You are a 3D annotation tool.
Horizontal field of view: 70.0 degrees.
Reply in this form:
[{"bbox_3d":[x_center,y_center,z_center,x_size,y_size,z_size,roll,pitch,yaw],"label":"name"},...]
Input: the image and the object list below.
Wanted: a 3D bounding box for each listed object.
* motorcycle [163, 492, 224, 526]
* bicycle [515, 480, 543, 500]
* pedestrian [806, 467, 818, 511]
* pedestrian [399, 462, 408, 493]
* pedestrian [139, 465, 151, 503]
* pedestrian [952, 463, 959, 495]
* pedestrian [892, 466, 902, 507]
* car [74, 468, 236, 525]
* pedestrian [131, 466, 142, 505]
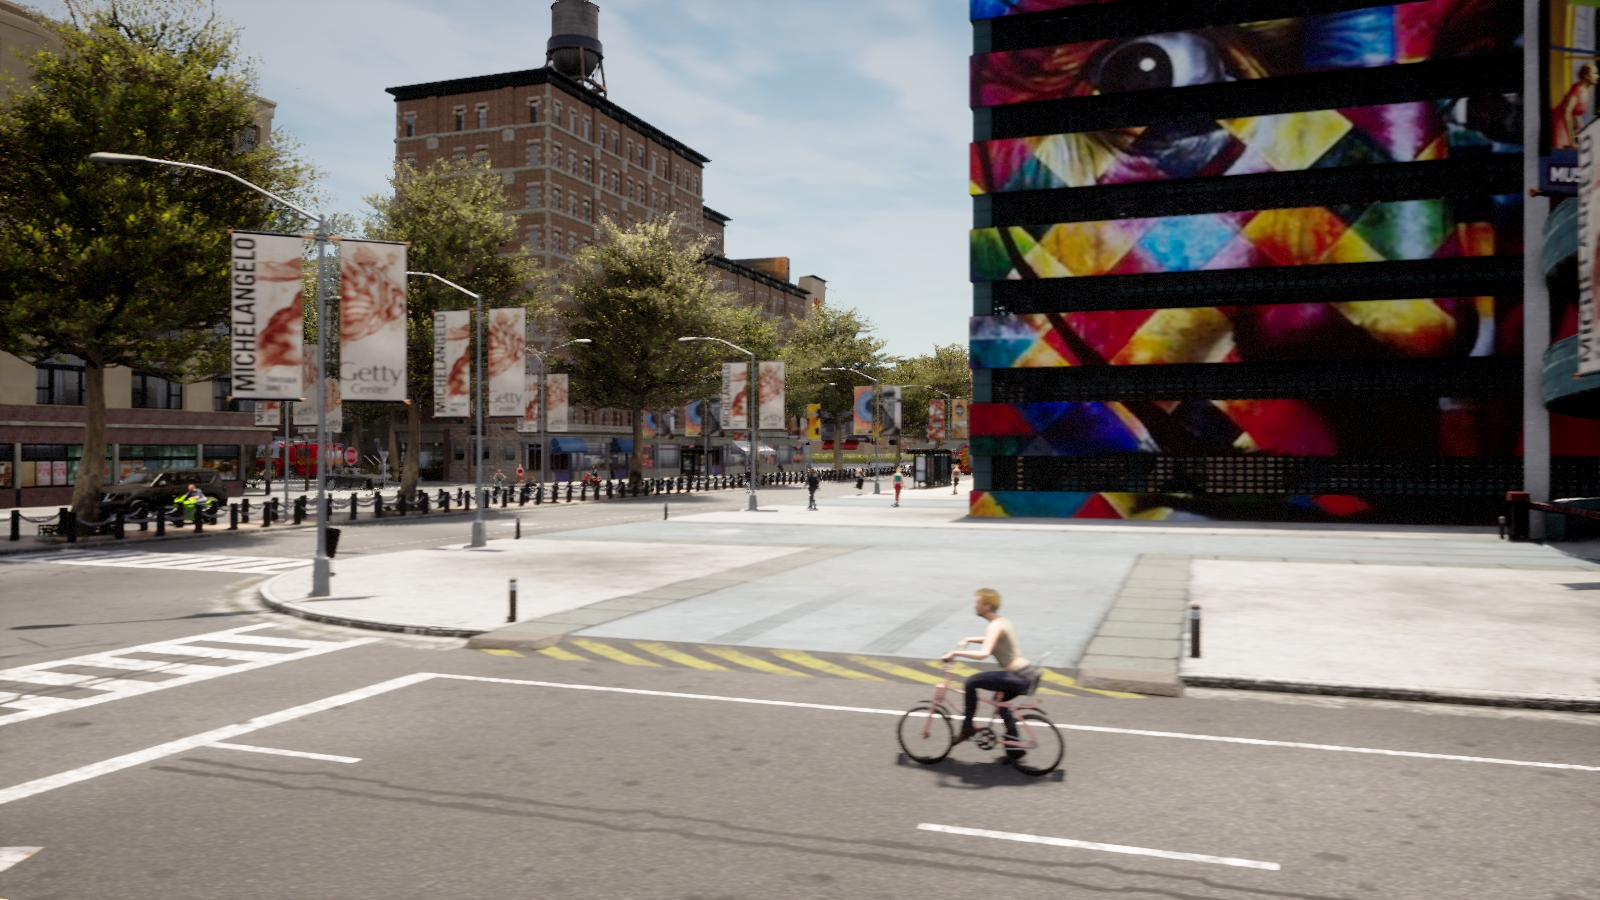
[{"bbox_3d":[-22.819,2.214,43.037,0.803,1.145,2.033,0,0,20],"label":"motorcycle"},{"bbox_3d":[-15.231,2.257,64.161,0.859,1.080,1.487,0,0,20],"label":"bicycle"},{"bbox_3d":[0.538,1.697,49.861,0.375,1.860,0.375,0,0,31],"label":"pedestrian"},{"bbox_3d":[-24.591,1.697,70.822,0.375,1.860,0.375,0,0,30],"label":"pedestrian"},{"bbox_3d":[-32.881,1.697,57.391,0.375,1.860,0.375,0,0,20],"label":"pedestrian"},{"bbox_3d":[9.222,1.698,67.676,0.375,1.860,0.375,0,0,20],"label":"pedestrian"},{"bbox_3d":[4.496,1.697,52.906,0.375,1.860,0.375,0,0,29],"label":"pedestrian"},{"bbox_3d":[-25.597,1.780,45.638,2.150,2.045,5.566,0,0,20],"label":"car"},{"bbox_3d":[-31.798,1.697,54.773,0.375,1.860,0.375,0,0,40],"label":"pedestrian"}]
